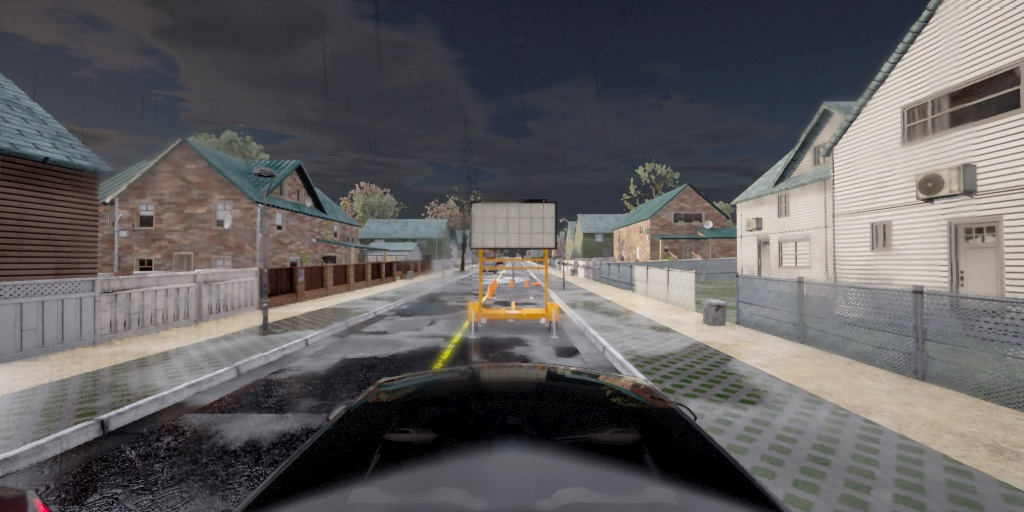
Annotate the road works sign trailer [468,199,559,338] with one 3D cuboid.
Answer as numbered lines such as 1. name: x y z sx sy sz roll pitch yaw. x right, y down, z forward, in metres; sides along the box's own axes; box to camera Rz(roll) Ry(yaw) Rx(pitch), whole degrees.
1. road works sign trailer: 0.043 0.217 10.127 2.380 3.560 2.880 0 0 0

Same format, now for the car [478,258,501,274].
1. car: -2.655 1.246 40.091 2.128 1.511 4.902 0 0 0
